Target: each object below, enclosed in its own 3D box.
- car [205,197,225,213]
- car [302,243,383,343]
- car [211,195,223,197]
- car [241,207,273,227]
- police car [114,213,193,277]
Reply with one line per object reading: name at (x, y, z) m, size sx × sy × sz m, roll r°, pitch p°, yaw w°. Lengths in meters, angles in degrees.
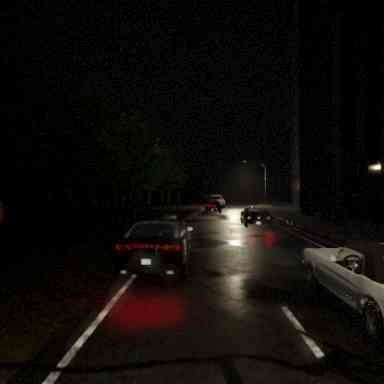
car at (2.618, 1.741, 40.096) m, size 1.837 × 1.490 × 4.892 m, roll 0°, pitch -1°, yaw 7°
car at (3.715, 1.655, 6.470) m, size 1.895 × 1.301 × 4.718 m, roll 0°, pitch 0°, yaw 1°
car at (3.806, 1.506, 50.509) m, size 2.150 × 2.045 × 5.566 m, roll 0°, pitch 0°, yaw 9°
car at (4.589, 1.768, 24.215) m, size 1.895 × 1.301 × 4.718 m, roll 0°, pitch 0°, yaw 4°
police car at (-1.028, 1.511, 10.677) m, size 1.930 × 1.638 × 5.238 m, roll 0°, pitch 0°, yaw 2°
